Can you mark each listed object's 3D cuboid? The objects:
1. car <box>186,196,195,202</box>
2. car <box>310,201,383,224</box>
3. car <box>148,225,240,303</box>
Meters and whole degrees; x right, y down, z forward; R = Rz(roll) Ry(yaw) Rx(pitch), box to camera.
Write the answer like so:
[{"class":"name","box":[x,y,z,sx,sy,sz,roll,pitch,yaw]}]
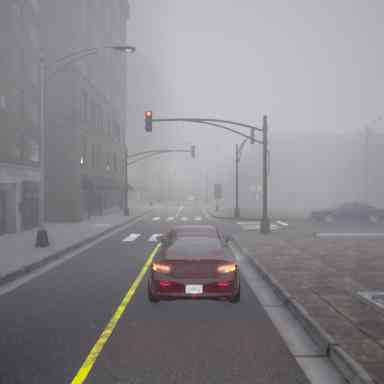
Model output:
[{"class":"car","box":[-0.247,1.567,76.077,1.812,1.442,4.674,0,0,0]},{"class":"car","box":[11.047,1.432,23.827,5.008,1.535,1.882,0,0,0]},{"class":"car","box":[0.063,1.526,8.101,1.812,1.442,4.674,0,0,1]}]
